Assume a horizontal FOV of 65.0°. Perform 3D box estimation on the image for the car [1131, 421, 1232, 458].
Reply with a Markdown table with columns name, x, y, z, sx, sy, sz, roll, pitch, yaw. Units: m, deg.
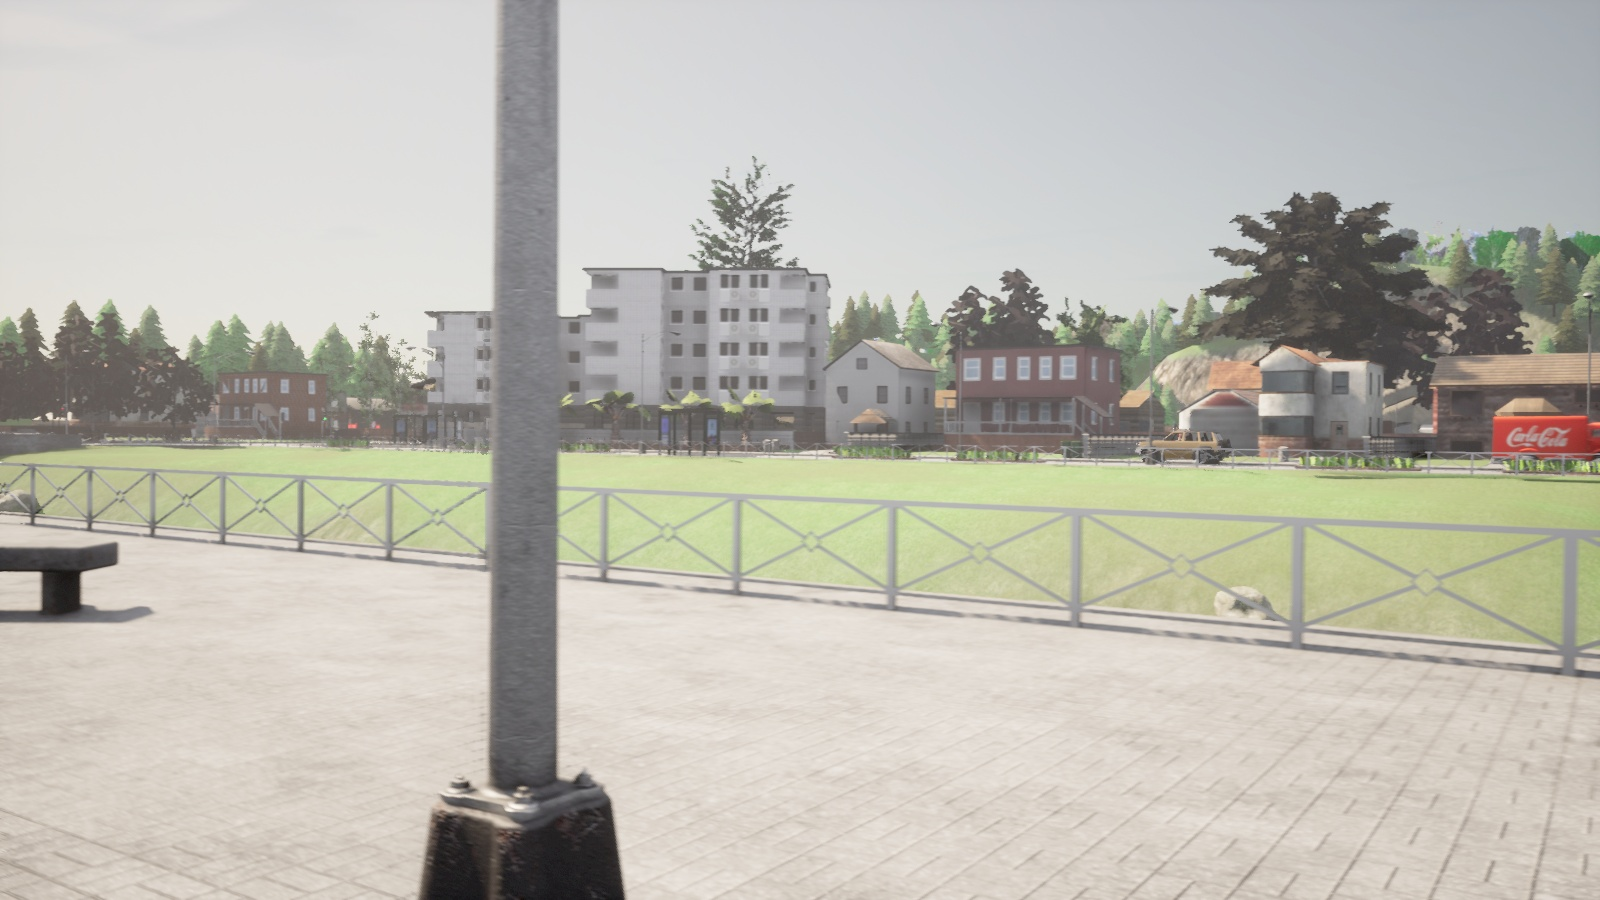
| name | x | y | z | sx | sy | sz | roll | pitch | yaw |
| --- | --- | --- | --- | --- | --- | --- | --- | --- | --- |
| car | 19.769 | -0.520 | 65.147 | 4.605 | 1.855 | 1.932 | 0 | 1 | 34 |

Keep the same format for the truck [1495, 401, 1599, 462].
| name | x | y | z | sx | sy | sz | roll | pitch | yaw |
| --- | --- | --- | --- | --- | --- | --- | --- | --- | --- |
| truck | 31.981 | -0.758 | 52.221 | 5.204 | 2.467 | 2.627 | 0 | 1 | 34 |
